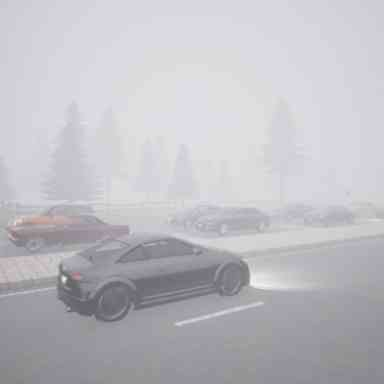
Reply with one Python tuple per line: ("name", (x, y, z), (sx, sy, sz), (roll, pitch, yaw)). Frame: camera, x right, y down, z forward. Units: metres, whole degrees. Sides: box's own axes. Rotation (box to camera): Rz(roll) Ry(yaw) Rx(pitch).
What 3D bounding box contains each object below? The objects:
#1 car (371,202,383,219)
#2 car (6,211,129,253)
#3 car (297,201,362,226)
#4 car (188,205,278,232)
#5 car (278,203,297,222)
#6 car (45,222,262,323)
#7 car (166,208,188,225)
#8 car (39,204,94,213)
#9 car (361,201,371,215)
("car", (18.410, 1.726, 29.909), (4.181, 1.385, 1.994), (0, 0, -33))
("car", (-5.210, 1.670, 14.252), (4.718, 1.301, 1.895), (0, 0, -34))
("car", (10.161, 1.655, 24.467), (4.674, 1.442, 1.812), (0, 0, -34))
("car", (2.448, 1.604, 19.342), (4.892, 1.490, 1.837), (0, 0, -34))
("car", (8.403, 1.635, 27.503), (4.902, 1.511, 2.128), (0, 0, -34))
("car", (-0.726, 1.601, 7.312), (4.181, 1.385, 1.994), (0, 0, -34))
("car", (0.583, 1.605, 22.309), (4.902, 1.511, 2.128), (0, 0, -34))
("car", (-7.034, 1.435, 17.243), (4.553, 1.767, 2.097), (0, 0, -34))
("car", (16.646, 1.654, 32.937), (5.008, 1.535, 1.882), (0, 0, -33))
